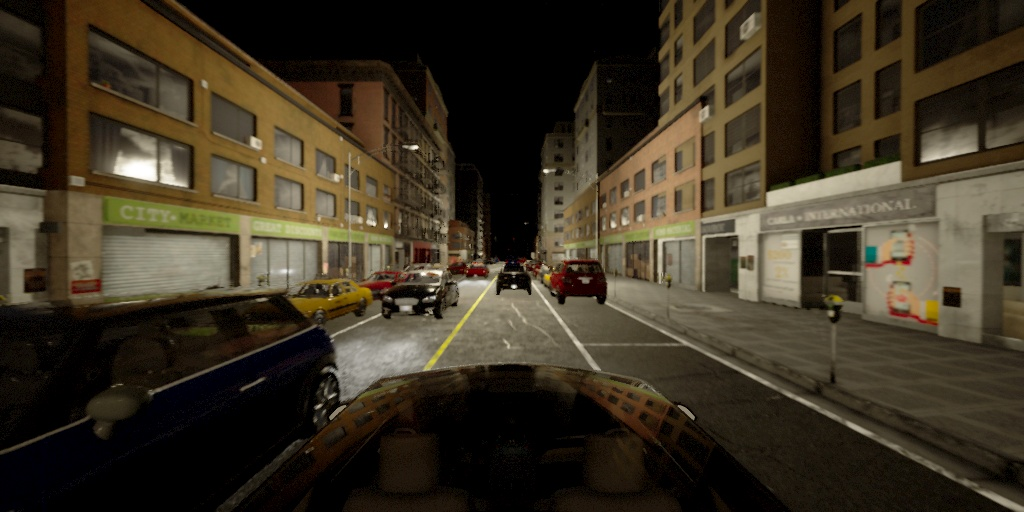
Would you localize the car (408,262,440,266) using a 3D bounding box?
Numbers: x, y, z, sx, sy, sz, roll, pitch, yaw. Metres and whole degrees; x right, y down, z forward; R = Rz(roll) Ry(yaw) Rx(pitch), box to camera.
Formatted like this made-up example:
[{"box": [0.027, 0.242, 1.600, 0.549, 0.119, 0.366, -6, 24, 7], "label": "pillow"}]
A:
[{"box": [-5.672, 1.201, 21.707, 1.967, 1.591, 4.097, 0, 0, 0], "label": "car"}]

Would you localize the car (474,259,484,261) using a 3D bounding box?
[{"box": [-5.676, 1.281, 60.184, 1.967, 1.591, 4.097, 0, 0, 0], "label": "car"}]

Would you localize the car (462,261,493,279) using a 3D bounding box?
[{"box": [-3.061, 1.379, 32.572, 1.895, 1.301, 4.718, 0, 0, 0], "label": "car"}]

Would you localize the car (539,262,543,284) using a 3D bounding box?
[{"box": [2.853, 1.287, 21.879, 1.751, 1.417, 4.829, 0, 0, 0], "label": "car"}]

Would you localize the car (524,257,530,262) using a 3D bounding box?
[{"box": [2.851, 1.240, 43.695, 1.967, 1.591, 4.097, 0, 0, 0], "label": "car"}]

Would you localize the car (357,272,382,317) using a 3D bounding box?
[{"box": [-5.671, 1.278, 10.544, 1.751, 1.417, 4.829, 0, 0, 0], "label": "car"}]

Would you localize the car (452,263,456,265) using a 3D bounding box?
[{"box": [-5.673, 1.294, 27.033, 1.751, 1.417, 4.829, 0, 0, 0], "label": "car"}]

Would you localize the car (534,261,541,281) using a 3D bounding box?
[{"box": [2.853, 1.320, 27.205, 2.007, 1.370, 4.403, 0, 0, 0], "label": "car"}]

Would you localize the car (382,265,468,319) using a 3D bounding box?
[{"box": [-3.050, 1.245, 12.804, 2.128, 1.511, 4.902, 0, 0, 0], "label": "car"}]

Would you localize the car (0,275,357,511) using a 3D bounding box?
[{"box": [-3.092, 1.101, 2.371, 2.097, 1.767, 4.553, 0, 0, 0], "label": "car"}]

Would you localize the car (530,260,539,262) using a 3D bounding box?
[{"box": [2.852, 1.324, 32.702, 1.888, 1.381, 4.507, 0, 0, 0], "label": "car"}]

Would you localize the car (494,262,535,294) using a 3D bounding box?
[{"box": [0.097, 1.265, 20.248, 1.837, 1.490, 4.892, 0, 0, 0], "label": "car"}]

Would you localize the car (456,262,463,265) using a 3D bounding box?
[{"box": [-5.674, 1.334, 38.197, 1.888, 1.381, 4.507, 0, 0, 0], "label": "car"}]

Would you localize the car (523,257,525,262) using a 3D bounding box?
[{"box": [2.850, 1.252, 49.192, 1.967, 1.591, 4.097, 0, 0, 0], "label": "car"}]

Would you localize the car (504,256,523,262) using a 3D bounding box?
[{"box": [0.093, 1.042, 52.597, 2.150, 2.045, 5.566, 0, 0, 0], "label": "car"}]

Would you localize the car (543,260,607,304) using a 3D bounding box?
[{"box": [2.855, 1.071, 16.212, 2.192, 1.841, 5.009, 0, 0, 0], "label": "car"}]
